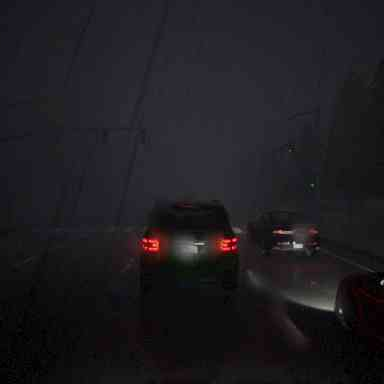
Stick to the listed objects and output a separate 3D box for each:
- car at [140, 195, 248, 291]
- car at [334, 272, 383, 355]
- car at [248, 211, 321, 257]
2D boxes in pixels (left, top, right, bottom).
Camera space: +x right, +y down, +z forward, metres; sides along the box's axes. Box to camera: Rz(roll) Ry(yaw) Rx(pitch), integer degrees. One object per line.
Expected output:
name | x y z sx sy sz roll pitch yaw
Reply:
car | -0.093 1.221 9.156 2.150 2.045 5.566 0 0 -1
car | 3.428 1.564 4.003 1.994 1.385 4.181 0 0 -1
car | 3.342 1.492 12.911 2.128 1.511 4.902 0 0 0
